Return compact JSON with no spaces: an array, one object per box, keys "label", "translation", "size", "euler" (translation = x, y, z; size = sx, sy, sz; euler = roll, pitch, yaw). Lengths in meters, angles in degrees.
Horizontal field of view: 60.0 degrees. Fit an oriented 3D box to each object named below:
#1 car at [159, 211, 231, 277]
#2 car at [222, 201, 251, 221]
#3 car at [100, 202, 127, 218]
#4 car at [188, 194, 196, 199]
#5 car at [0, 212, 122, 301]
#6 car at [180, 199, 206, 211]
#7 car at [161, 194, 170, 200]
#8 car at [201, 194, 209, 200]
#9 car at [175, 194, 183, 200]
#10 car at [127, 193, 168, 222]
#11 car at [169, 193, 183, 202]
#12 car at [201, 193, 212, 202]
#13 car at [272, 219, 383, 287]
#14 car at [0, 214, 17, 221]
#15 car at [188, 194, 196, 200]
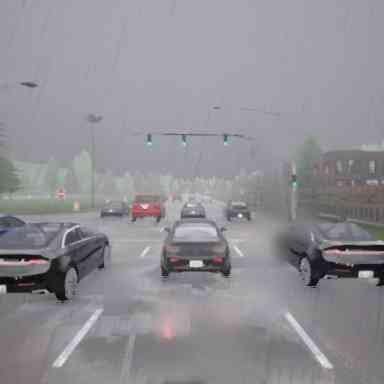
[{"label":"car","translation":[0.099,1.522,10.120],"size":[1.812,1.442,4.674],"euler":[0,0,0]},{"label":"car","translation":[3.598,1.494,27.205],"size":[1.837,1.490,4.892],"euler":[0,0,0]},{"label":"car","translation":[-6.903,1.552,30.264],"size":[1.994,1.385,4.181],"euler":[0,0,0]},{"label":"car","translation":[-0.009,1.501,77.648],"size":[2.033,1.411,5.357],"euler":[0,0,0]},{"label":"car","translation":[-3.401,1.488,8.274],"size":[2.128,1.511,4.902],"euler":[0,0,0]},{"label":"car","translation":[0.098,1.553,27.804],"size":[1.994,1.385,4.181],"euler":[0,0,0]},{"label":"car","translation":[-7.010,1.298,88.067],"size":[1.837,1.490,4.892],"euler":[0,0,0]},{"label":"car","translation":[3.490,1.298,88.068],"size":[1.837,1.490,4.892],"euler":[0,0,0]},{"label":"car","translation":[-3.510,1.350,88.067],"size":[1.994,1.385,4.181],"euler":[0,0,0]},{"label":"car","translation":[-3.404,1.211,26.652],"size":[2.150,2.045,5.566],"euler":[0,0,0]},{"label":"car","translation":[-3.509,1.186,77.677],"size":[2.150,2.045,5.566],"euler":[0,0,0]},{"label":"car","translation":[3.491,1.186,77.678],"size":[2.150,2.045,5.566],"euler":[0,0,0]},{"label":"car","translation":[3.600,1.488,9.310],"size":[2.128,1.511,4.902],"euler":[0,0,0]},{"label":"car","translation":[-6.900,1.473,11.424],"size":[1.882,1.535,5.008],"euler":[0,0,0]},{"label":"car","translation":[-0.010,1.298,88.067],"size":[1.837,1.490,4.892],"euler":[0,0,0]}]
